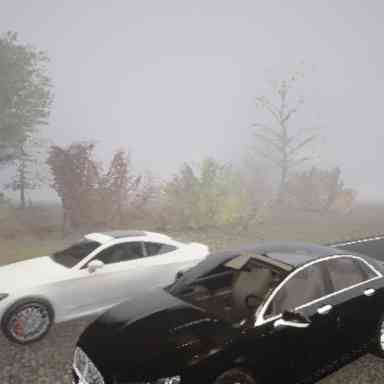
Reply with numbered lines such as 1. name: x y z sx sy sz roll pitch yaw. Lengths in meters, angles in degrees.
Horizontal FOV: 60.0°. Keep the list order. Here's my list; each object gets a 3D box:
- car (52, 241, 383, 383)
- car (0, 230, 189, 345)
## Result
1. car: 0.996 1.497 4.386 4.892 1.490 1.837 0 0 -35
2. car: -1.641 1.523 6.498 4.674 1.442 1.812 0 0 -35
